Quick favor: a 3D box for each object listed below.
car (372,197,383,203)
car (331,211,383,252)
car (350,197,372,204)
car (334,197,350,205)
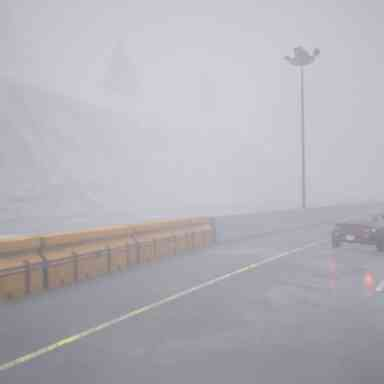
[{"bbox_3d":[31.674,1.384,53.586,5.008,1.535,1.882,-1,0,-32],"label":"car"},{"bbox_3d":[7.336,1.515,13.946,1.812,1.442,4.674,-1,-1,41],"label":"car"},{"bbox_3d":[29.836,1.488,56.613,5.357,1.411,2.033,0,0,-32],"label":"car"},{"bbox_3d":[27.664,1.525,59.337,5.357,1.411,2.033,0,0,-33],"label":"car"}]
